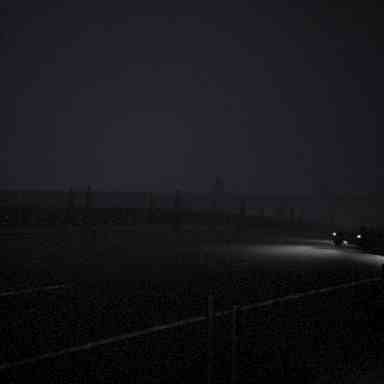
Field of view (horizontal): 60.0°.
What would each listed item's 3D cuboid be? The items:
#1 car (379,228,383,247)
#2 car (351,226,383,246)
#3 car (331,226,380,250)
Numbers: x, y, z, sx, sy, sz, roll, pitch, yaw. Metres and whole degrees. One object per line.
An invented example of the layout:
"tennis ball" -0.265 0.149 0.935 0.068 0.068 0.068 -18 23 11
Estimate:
"car" 11.968 2.620 16.802 5.357 1.411 2.033 7 -4 -35
"car" 15.589 3.768 27.970 4.718 1.301 1.895 9 -5 -35
"car" 10.458 2.735 20.035 4.718 1.301 1.895 7 -4 -35
